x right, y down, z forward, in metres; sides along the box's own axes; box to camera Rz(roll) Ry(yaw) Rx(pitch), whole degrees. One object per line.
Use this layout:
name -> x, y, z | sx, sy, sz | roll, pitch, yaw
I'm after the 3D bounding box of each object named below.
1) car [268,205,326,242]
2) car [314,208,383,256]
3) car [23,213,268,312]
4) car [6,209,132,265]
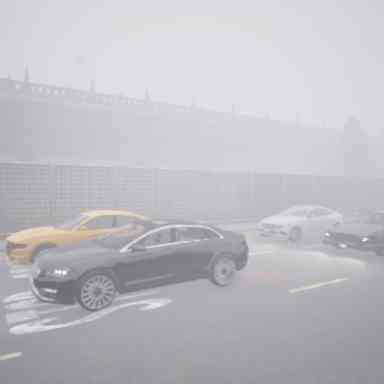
car -> 5.173, 1.357, 15.401 | 4.674, 1.442, 1.812 | 0, 1, -32
car -> 7.362, 1.428, 12.659 | 5.357, 1.411, 2.033 | 0, 1, -32
car -> -0.909, 1.385, 7.503 | 4.902, 1.511, 2.128 | 0, 1, -32
car -> -2.928, 1.322, 10.362 | 5.008, 1.535, 1.882 | 0, 1, -32
